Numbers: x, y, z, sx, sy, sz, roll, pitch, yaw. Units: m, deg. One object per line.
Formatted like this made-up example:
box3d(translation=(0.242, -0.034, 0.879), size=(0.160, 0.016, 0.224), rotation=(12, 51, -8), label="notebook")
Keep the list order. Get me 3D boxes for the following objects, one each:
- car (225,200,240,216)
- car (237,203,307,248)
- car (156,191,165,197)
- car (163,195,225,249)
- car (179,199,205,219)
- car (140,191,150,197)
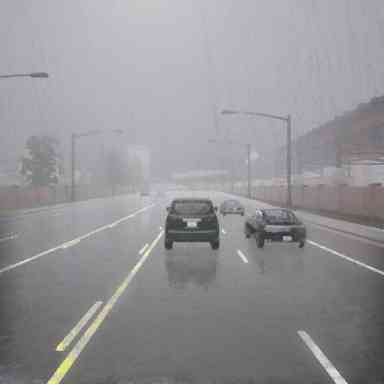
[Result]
box3d(translation=(3.500, 1.404, 29.641), size=(2.033, 1.411, 5.357), rotation=(0, 1, 0), label="car")
box3d(translation=(3.500, 1.483, 14.647), size=(2.128, 1.511, 4.902), rotation=(0, 0, 0), label="car")
box3d(translation=(-7.000, 0.470, 74.059), size=(1.895, 1.301, 4.718), rotation=(0, 1, 0), label="car")
box3d(translation=(0.000, 1.245, 14.676), size=(2.150, 2.045, 5.566), rotation=(0, 0, 0), label="car")
box3d(translation=(0.000, 1.404, 29.641), size=(2.033, 1.411, 5.357), rotation=(0, 1, 0), label="car")
box3d(translation=(-10.500, 0.472, 74.427), size=(1.895, 1.301, 4.718), rotation=(0, 1, 0), label="car")
